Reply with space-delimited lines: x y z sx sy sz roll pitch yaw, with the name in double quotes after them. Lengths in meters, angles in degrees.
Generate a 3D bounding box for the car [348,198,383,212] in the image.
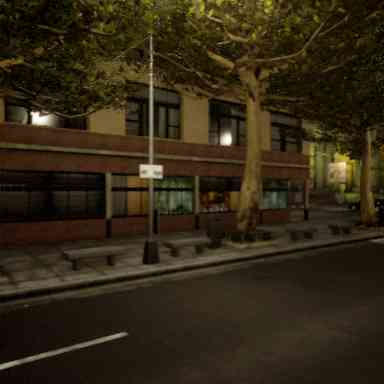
20.759 1.477 38.764 1.837 1.490 4.892 0 0 -35 "car"
